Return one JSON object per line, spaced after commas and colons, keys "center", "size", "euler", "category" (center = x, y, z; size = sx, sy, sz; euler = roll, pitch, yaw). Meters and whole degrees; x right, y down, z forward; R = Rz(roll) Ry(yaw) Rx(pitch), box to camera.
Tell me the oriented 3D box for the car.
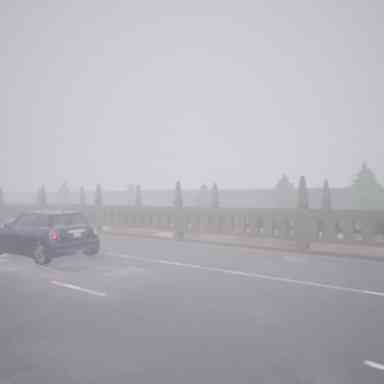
{"center": [-5.519, 1.453, 12.229], "size": [4.553, 1.767, 2.097], "euler": [-1, 0, 36], "category": "car"}
